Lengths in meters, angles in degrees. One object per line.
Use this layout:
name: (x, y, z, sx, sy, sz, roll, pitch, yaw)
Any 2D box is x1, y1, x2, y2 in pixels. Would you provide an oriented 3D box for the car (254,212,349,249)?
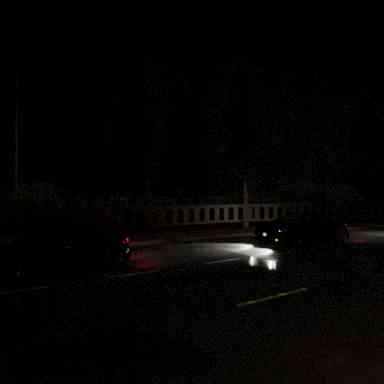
car: (4.773, 1.564, 14.509, 4.181, 1.385, 1.994, 0, 0, -26)

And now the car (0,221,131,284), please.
car: (-3.917, 1.564, 9.592, 4.181, 1.385, 1.994, 0, 0, -31)
